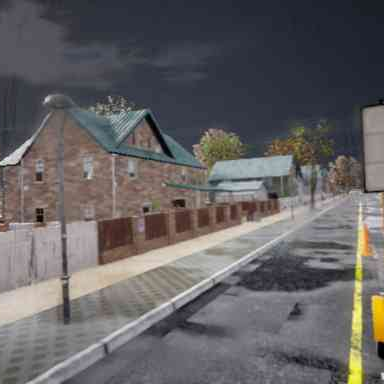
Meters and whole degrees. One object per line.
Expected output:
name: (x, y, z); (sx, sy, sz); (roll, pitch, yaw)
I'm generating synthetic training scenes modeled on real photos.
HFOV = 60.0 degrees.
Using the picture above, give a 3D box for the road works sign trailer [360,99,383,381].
road works sign trailer: (3.773, 0.369, 4.694); (2.380, 3.560, 2.880); (-3, -1, 27)

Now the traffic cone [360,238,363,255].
traffic cone: (5.967, 1.849, 11.446); (0.340, 0.580, 0.340); (-3, -1, 27)
